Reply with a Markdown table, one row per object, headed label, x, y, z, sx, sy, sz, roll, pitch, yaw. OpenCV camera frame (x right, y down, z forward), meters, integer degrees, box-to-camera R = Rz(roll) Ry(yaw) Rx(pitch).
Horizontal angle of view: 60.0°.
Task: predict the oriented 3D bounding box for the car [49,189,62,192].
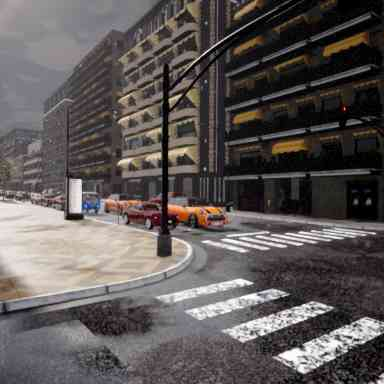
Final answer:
| label | x | y | z | sx | sy | sz | roll | pitch | yaw |
| --- | --- | --- | --- | --- | --- | --- | --- | --- | --- |
| car | -25.130 | 0.599 | 59.961 | 2.033 | 1.411 | 5.357 | 1 | 0 | -38 |

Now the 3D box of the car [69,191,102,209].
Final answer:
| label | x | y | z | sx | sy | sz | roll | pitch | yaw |
| --- | --- | --- | --- | --- | --- | --- | --- | --- | --- |
| car | -11.539 | 0.800 | 35.884 | 2.097 | 1.767 | 4.553 | 1 | 0 | -36 |

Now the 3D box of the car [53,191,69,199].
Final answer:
| label | x | y | z | sx | sy | sz | roll | pitch | yaw |
| --- | --- | --- | --- | --- | --- | --- | --- | --- | --- |
| car | -25.790 | 0.530 | 65.255 | 1.752 | 1.417 | 4.829 | 2 | 0 | -36 |

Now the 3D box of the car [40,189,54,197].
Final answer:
| label | x | y | z | sx | sy | sz | roll | pitch | yaw |
| --- | --- | --- | --- | --- | --- | --- | --- | --- | --- |
| car | -32.354 | 0.272 | 74.258 | 1.967 | 1.590 | 4.097 | 2 | 0 | -36 |

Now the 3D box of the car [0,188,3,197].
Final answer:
| label | x | y | z | sx | sy | sz | roll | pitch | yaw |
| --- | --- | --- | --- | --- | --- | --- | --- | --- | --- |
| car | -39.123 | 0.301 | 69.314 | 2.008 | 1.369 | 4.403 | 2 | 0 | -36 |

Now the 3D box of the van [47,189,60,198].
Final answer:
| label | x | y | z | sx | sy | sz | roll | pitch | yaw |
| --- | --- | --- | --- | --- | --- | --- | --- | --- | --- |
| van | -29.017 | 0.260 | 69.688 | 1.690 | 1.788 | 3.998 | 2 | 0 | -36 |

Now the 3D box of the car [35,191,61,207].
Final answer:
| label | x | y | z | sx | sy | sz | roll | pitch | yaw |
| --- | --- | --- | --- | --- | --- | --- | --- | --- | --- |
| car | -15.790 | 0.909 | 37.322 | 1.887 | 1.381 | 4.507 | 2 | 0 | -36 |

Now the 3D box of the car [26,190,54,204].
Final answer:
| label | x | y | z | sx | sy | sz | roll | pitch | yaw |
| --- | --- | --- | --- | --- | --- | --- | --- | --- | --- |
| car | -19.022 | 0.805 | 41.755 | 1.752 | 1.417 | 4.829 | 2 | 0 | -36 |

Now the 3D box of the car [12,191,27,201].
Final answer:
| label | x | y | z | sx | sy | sz | roll | pitch | yaw |
| --- | --- | --- | --- | --- | --- | --- | --- | --- | --- |
| car | -25.786 | 0.541 | 51.033 | 1.967 | 1.590 | 4.097 | 2 | 0 | -36 |

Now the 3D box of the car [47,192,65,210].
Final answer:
| label | x | y | z | sx | sy | sz | roll | pitch | yaw |
| --- | --- | --- | --- | --- | --- | --- | --- | --- | --- |
| car | -12.457 | 0.997 | 32.752 | 1.887 | 1.381 | 4.507 | 2 | 0 | -36 |

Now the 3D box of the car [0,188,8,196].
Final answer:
| label | x | y | z | sx | sy | sz | roll | pitch | yaw |
| --- | --- | --- | --- | --- | --- | --- | --- | --- | --- |
| car | -42.449 | -0.022 | 73.884 | 2.192 | 1.841 | 5.009 | 2 | 0 | -36 |

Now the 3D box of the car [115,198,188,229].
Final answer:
| label | x | y | z | sx | sy | sz | roll | pitch | yaw |
| --- | --- | --- | --- | --- | --- | --- | --- | --- | --- |
| car | -2.457 | 1.261 | 19.041 | 1.887 | 1.381 | 4.507 | 2 | 0 | -36 |

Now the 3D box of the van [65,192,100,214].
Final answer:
| label | x | y | z | sx | sy | sz | roll | pitch | yaw |
| --- | --- | --- | --- | --- | --- | --- | --- | --- | --- |
| van | -9.117 | 0.881 | 28.181 | 1.690 | 1.788 | 3.998 | 2 | 0 | -36 |

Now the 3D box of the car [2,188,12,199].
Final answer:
| label | x | y | z | sx | sy | sz | roll | pitch | yaw |
| --- | --- | --- | --- | --- | --- | --- | --- | --- | --- |
| car | -32.456 | 0.470 | 60.173 | 1.887 | 1.381 | 4.507 | 2 | 0 | -36 |

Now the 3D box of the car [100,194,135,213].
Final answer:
| label | x | y | z | sx | sy | sz | roll | pitch | yaw |
| --- | --- | --- | --- | --- | --- | --- | --- | --- | --- |
| car | -5.601 | 0.955 | 27.739 | 2.097 | 1.767 | 4.553 | 1 | 0 | -36 |

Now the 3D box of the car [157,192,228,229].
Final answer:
| label | x | y | z | sx | sy | sz | roll | pitch | yaw |
| --- | --- | --- | --- | --- | --- | --- | --- | --- | --- |
| car | 0.086 | 1.106 | 19.891 | 2.097 | 1.767 | 4.553 | 1 | 0 | -35 |

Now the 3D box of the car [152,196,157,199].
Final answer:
| label | x | y | z | sx | sy | sz | roll | pitch | yaw |
| --- | --- | --- | --- | --- | --- | --- | --- | --- | --- |
| car | -2.351 | 0.936 | 33.126 | 2.192 | 1.841 | 5.009 | 2 | 0 | -36 |

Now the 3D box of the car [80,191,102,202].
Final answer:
| label | x | y | z | sx | sy | sz | roll | pitch | yaw |
| --- | --- | --- | --- | --- | --- | --- | --- | --- | --- |
| car | -15.687 | 0.710 | 51.407 | 1.967 | 1.590 | 4.097 | 2 | 0 | -36 |
